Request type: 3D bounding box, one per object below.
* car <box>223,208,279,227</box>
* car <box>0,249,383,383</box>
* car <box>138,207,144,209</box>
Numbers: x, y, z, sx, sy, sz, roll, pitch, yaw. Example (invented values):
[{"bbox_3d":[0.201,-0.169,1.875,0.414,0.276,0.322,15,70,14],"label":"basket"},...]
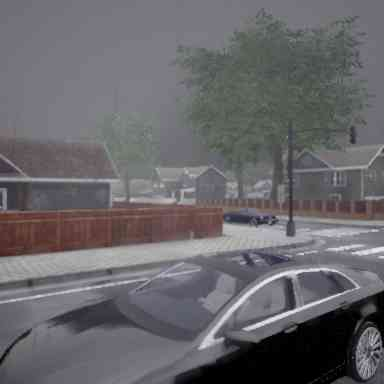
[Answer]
[{"bbox_3d":[4.222,1.847,24.907,1.895,1.301,4.718,0,0,-33],"label":"car"},{"bbox_3d":[0.456,1.518,3.882,4.902,1.511,2.128,0,0,-35],"label":"car"},{"bbox_3d":[-6.107,1.991,41.387,1.895,1.301,4.718,0,0,-30],"label":"car"}]
